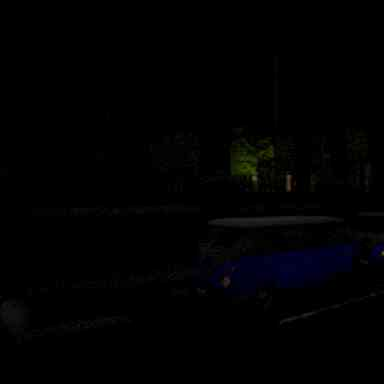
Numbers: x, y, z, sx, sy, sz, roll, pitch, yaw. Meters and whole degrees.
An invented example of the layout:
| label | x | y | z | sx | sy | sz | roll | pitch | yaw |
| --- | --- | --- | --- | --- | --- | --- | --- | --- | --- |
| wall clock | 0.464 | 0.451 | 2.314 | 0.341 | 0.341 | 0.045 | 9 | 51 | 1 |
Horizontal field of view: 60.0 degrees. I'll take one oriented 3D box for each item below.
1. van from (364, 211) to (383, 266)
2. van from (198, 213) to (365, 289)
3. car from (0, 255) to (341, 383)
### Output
| label | x | y | z | sx | sy | sz | roll | pitch | yaw |
| --- | --- | --- | --- | --- | --- | --- | --- | --- | --- |
| van | 6.668 | 1.505 | 10.698 | 3.998 | 1.788 | 1.690 | 1 | -1 | -33 |
| van | 1.944 | 1.447 | 7.585 | 3.998 | 1.788 | 1.690 | 1 | -1 | -33 |
| car | -1.200 | 1.552 | 2.312 | 4.674 | 1.442 | 1.812 | 1 | -1 | -33 |
